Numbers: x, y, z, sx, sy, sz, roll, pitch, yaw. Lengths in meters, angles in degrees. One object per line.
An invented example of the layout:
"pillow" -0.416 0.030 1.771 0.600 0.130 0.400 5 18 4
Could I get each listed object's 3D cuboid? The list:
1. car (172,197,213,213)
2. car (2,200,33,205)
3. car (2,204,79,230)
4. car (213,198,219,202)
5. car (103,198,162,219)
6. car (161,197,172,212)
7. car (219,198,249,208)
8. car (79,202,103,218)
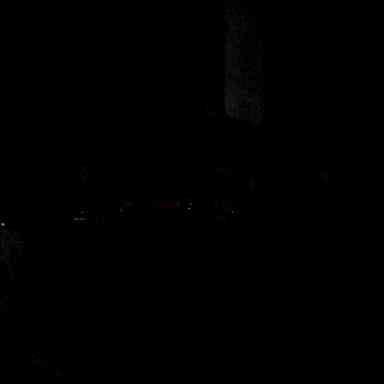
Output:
"car" 0.127 1.404 38.526 2.097 1.767 4.553 0 0 32
"car" -13.309 1.410 23.818 2.097 1.767 4.553 0 0 32
"car" -10.270 1.650 22.074 1.895 1.301 4.718 0 0 32
"car" 3.018 1.609 49.574 2.033 1.411 5.357 0 0 33
"car" -5.254 1.528 30.018 1.882 1.535 5.008 0 0 32
"car" -3.363 1.412 39.556 2.097 1.767 4.553 0 0 32
"car" 6.521 1.601 48.544 2.033 1.411 5.357 0 0 33
"car" -8.694 1.623 31.126 1.994 1.385 4.181 0 0 32
